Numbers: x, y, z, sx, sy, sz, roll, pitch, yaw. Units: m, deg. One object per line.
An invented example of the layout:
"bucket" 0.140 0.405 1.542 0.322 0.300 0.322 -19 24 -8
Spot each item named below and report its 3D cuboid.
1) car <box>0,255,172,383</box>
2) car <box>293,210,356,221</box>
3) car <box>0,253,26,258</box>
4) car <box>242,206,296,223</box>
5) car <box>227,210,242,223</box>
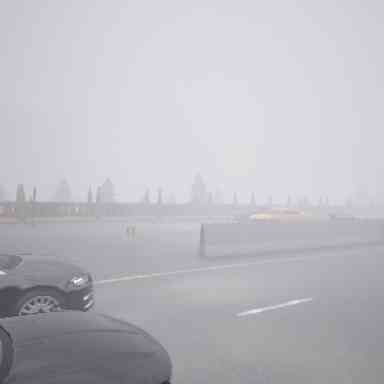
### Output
"car" -2.467 1.478 1.932 5.008 1.535 1.882 0 0 -32
"car" 9.071 2.042 21.561 4.718 1.301 1.895 2 -1 -32
"car" -4.049 1.488 5.068 4.902 1.511 2.128 0 0 -32
"car" 6.325 1.886 23.983 5.008 1.535 1.882 2 -1 -31
"car" 5.142 1.921 27.363 4.902 1.511 2.128 2 -1 -32
